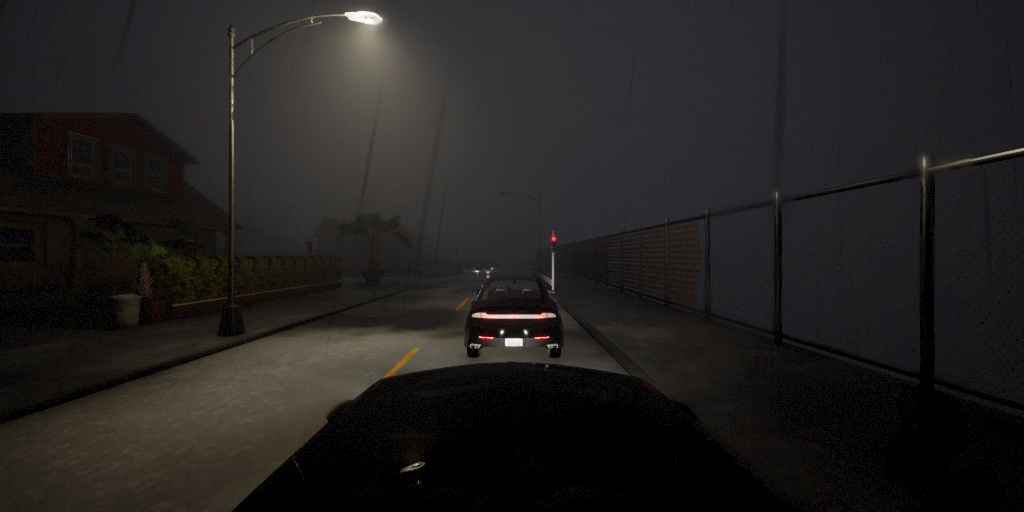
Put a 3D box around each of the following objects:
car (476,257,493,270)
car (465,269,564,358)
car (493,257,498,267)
[{"bbox_3d":[-4.111,1.255,51.850,1.837,1.490,4.892,0,0,0],"label":"car"},{"bbox_3d":[0.052,1.242,8.465,2.128,1.511,4.902,0,0,0],"label":"car"},{"bbox_3d":[-4.082,1.297,64.677,2.033,1.411,5.357,0,0,0],"label":"car"}]
